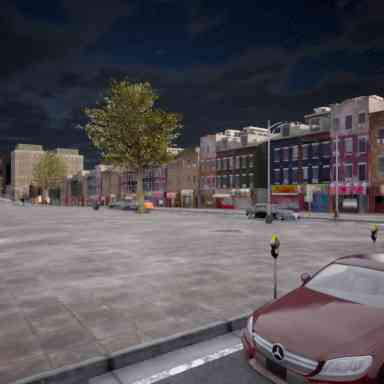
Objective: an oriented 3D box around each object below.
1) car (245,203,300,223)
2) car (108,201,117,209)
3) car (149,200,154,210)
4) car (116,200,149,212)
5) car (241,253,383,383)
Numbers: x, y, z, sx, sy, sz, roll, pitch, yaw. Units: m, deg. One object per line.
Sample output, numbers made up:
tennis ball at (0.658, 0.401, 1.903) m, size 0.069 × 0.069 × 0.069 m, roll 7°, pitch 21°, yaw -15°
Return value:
car at (6.580, 1.686, 27.539) m, size 2.128 × 1.511 × 4.902 m, roll 0°, pitch -1°, yaw -36°
car at (-13.826, 2.396, 61.054) m, size 2.128 × 1.511 × 4.902 m, roll 0°, pitch -1°, yaw -35°
car at (-7.951, 2.040, 52.868) m, size 2.097 × 1.767 × 4.553 m, roll 0°, pitch -1°, yaw -36°
car at (-8.819, 2.184, 49.120) m, size 2.033 × 1.411 × 5.357 m, roll 0°, pitch -1°, yaw -35°
car at (2.572, 1.582, 4.638) m, size 4.206 × 1.307 × 1.802 m, roll 0°, pitch 0°, yaw -35°
